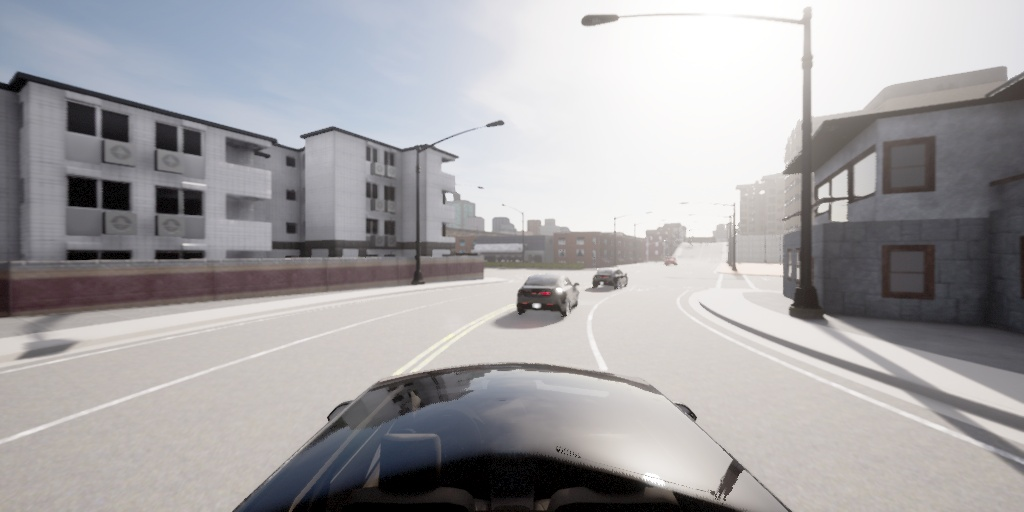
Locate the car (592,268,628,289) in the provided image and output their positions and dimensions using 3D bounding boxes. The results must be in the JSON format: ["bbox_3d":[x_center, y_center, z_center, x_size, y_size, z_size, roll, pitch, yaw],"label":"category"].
[{"bbox_3d":[7.606,1.688,27.581,1.837,1.490,4.892,0,0,30],"label":"car"}]

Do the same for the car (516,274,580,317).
[{"bbox_3d":[1.558,1.465,14.524,1.837,1.490,4.892,0,0,17],"label":"car"}]
